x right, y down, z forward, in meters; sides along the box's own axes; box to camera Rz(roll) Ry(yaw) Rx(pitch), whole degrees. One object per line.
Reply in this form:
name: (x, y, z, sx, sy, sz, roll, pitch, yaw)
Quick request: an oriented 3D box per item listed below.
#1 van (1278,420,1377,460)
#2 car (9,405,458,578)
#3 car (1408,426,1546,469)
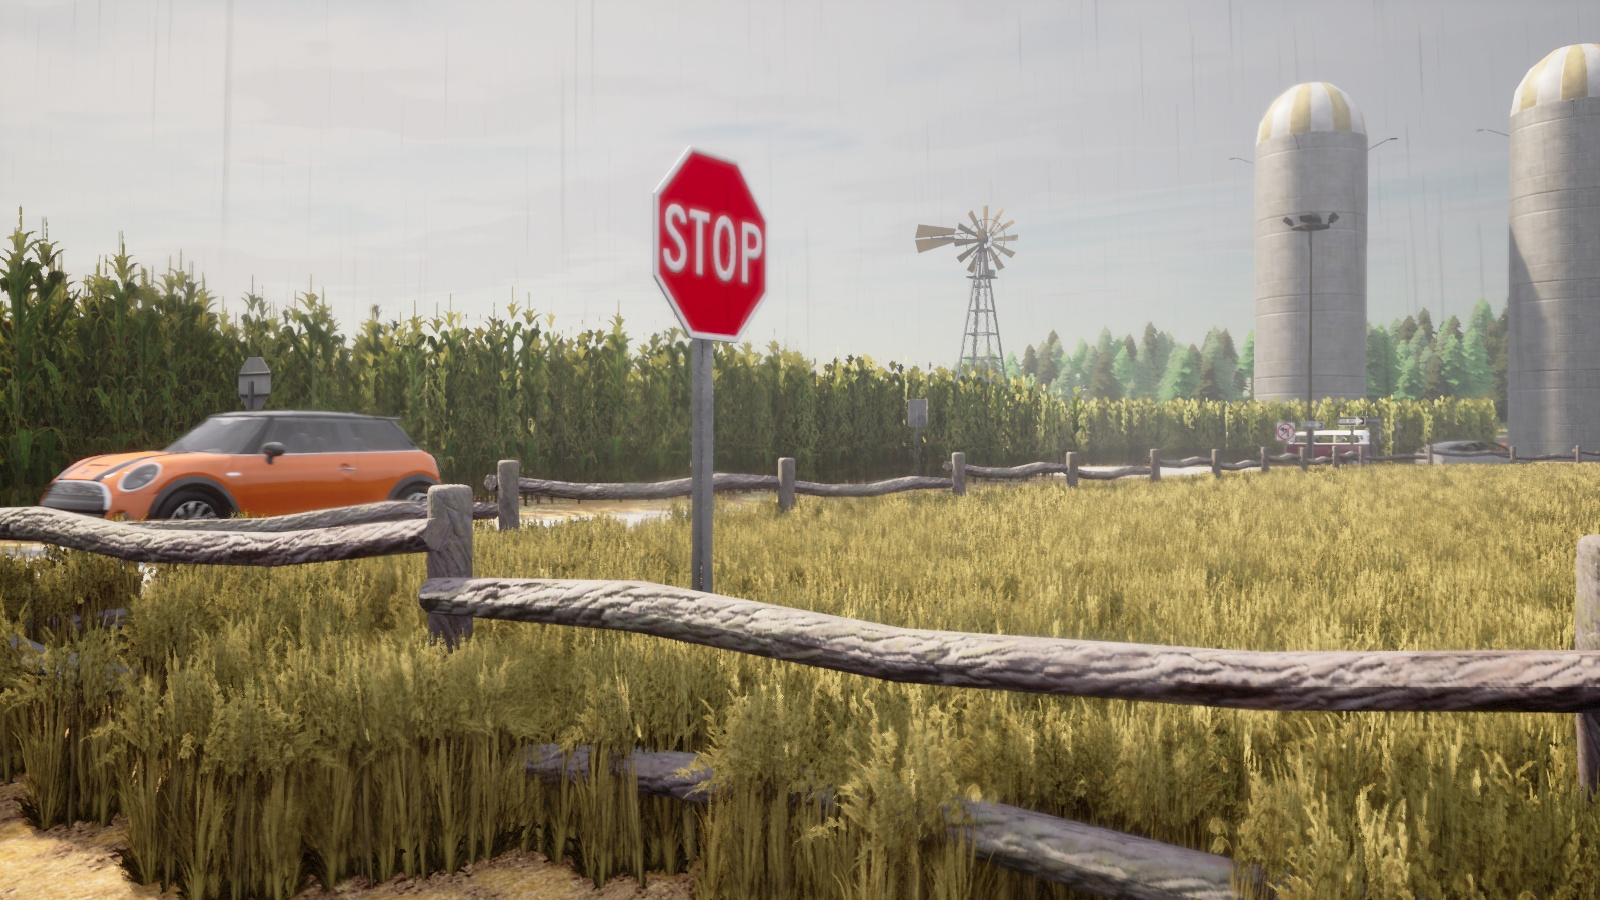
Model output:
van: (27.894, -0.527, 66.420, 4.480, 2.038, 2.069, -1, 0, 35)
car: (-6.662, 0.419, 15.290, 2.097, 1.767, 4.553, -1, 0, 34)
car: (25.899, -0.098, 48.072, 4.514, 1.525, 2.007, -1, 1, -16)
